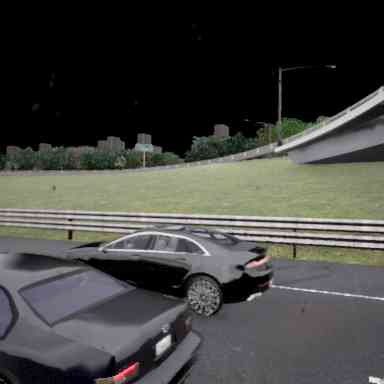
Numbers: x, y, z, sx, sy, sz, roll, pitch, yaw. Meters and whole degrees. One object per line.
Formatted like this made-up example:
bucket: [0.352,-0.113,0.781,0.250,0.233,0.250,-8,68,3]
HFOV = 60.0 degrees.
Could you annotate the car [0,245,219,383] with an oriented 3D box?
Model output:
car: [-2.558,1.547,4.310,5.357,1.411,2.033,0,0,24]

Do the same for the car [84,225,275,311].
car: [-0.698,1.491,7.308,4.902,1.511,2.128,0,0,24]
